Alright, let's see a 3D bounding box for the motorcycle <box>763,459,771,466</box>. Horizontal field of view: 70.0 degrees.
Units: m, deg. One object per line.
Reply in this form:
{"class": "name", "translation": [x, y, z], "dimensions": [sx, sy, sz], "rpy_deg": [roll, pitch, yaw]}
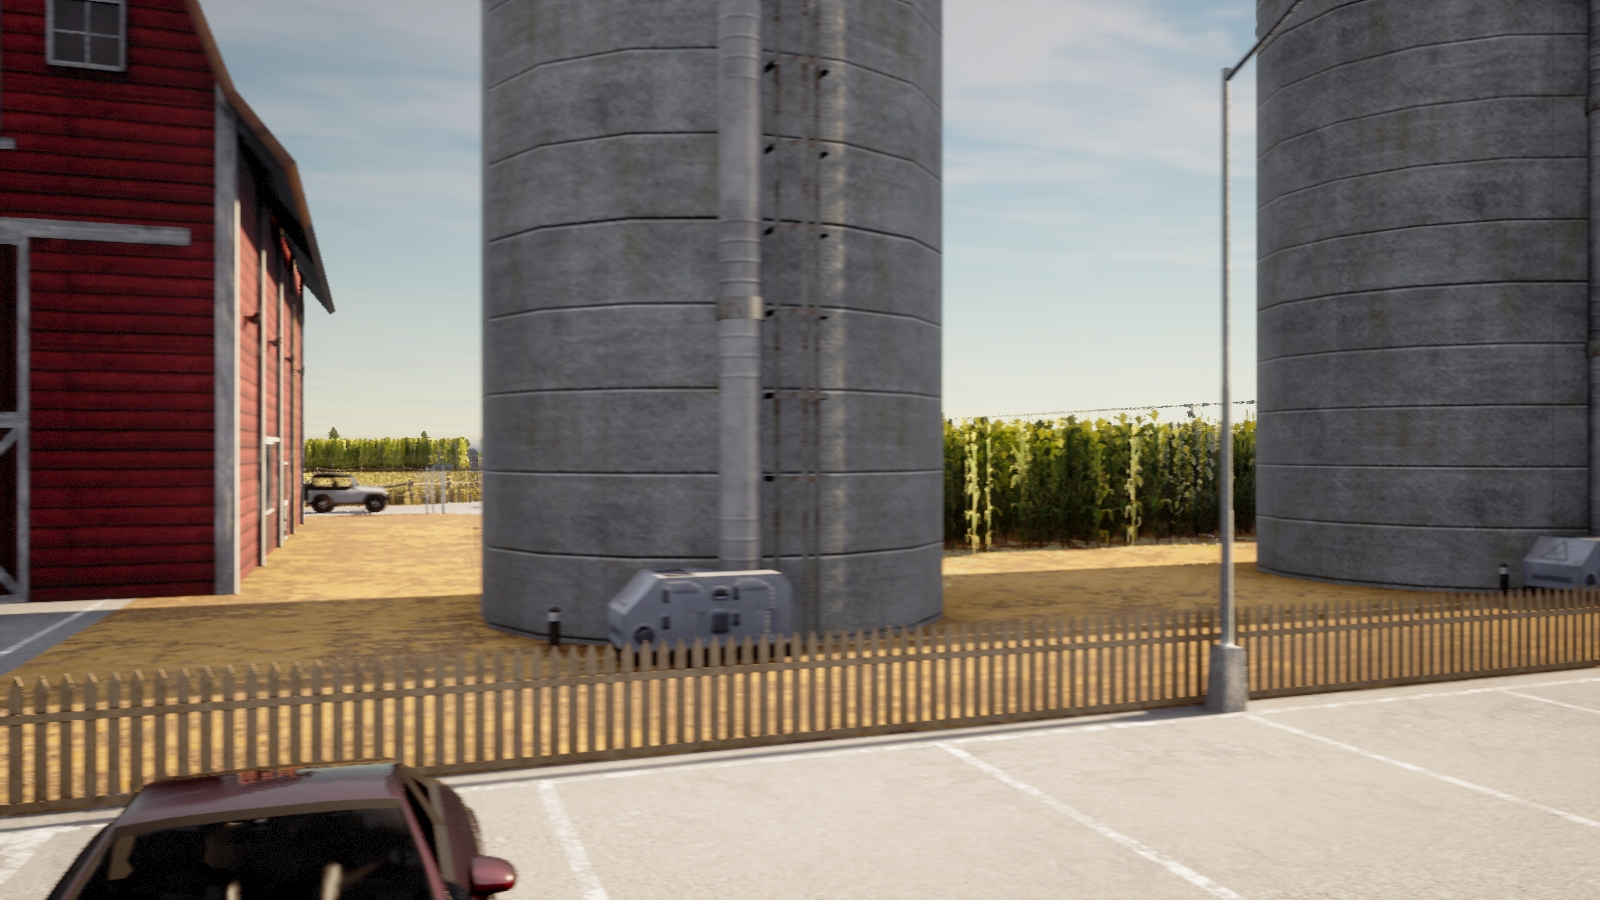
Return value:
{"class": "motorcycle", "translation": [-5.639, 2.154, 195.847], "dimensions": [0.764, 1.307, 2.356], "rpy_deg": [0, 0, -21]}

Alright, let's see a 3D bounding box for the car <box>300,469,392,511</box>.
{"class": "car", "translation": [-21.260, 1.857, 53.677], "dimensions": [3.866, 1.878, 1.905], "rpy_deg": [0, 0, -16]}
